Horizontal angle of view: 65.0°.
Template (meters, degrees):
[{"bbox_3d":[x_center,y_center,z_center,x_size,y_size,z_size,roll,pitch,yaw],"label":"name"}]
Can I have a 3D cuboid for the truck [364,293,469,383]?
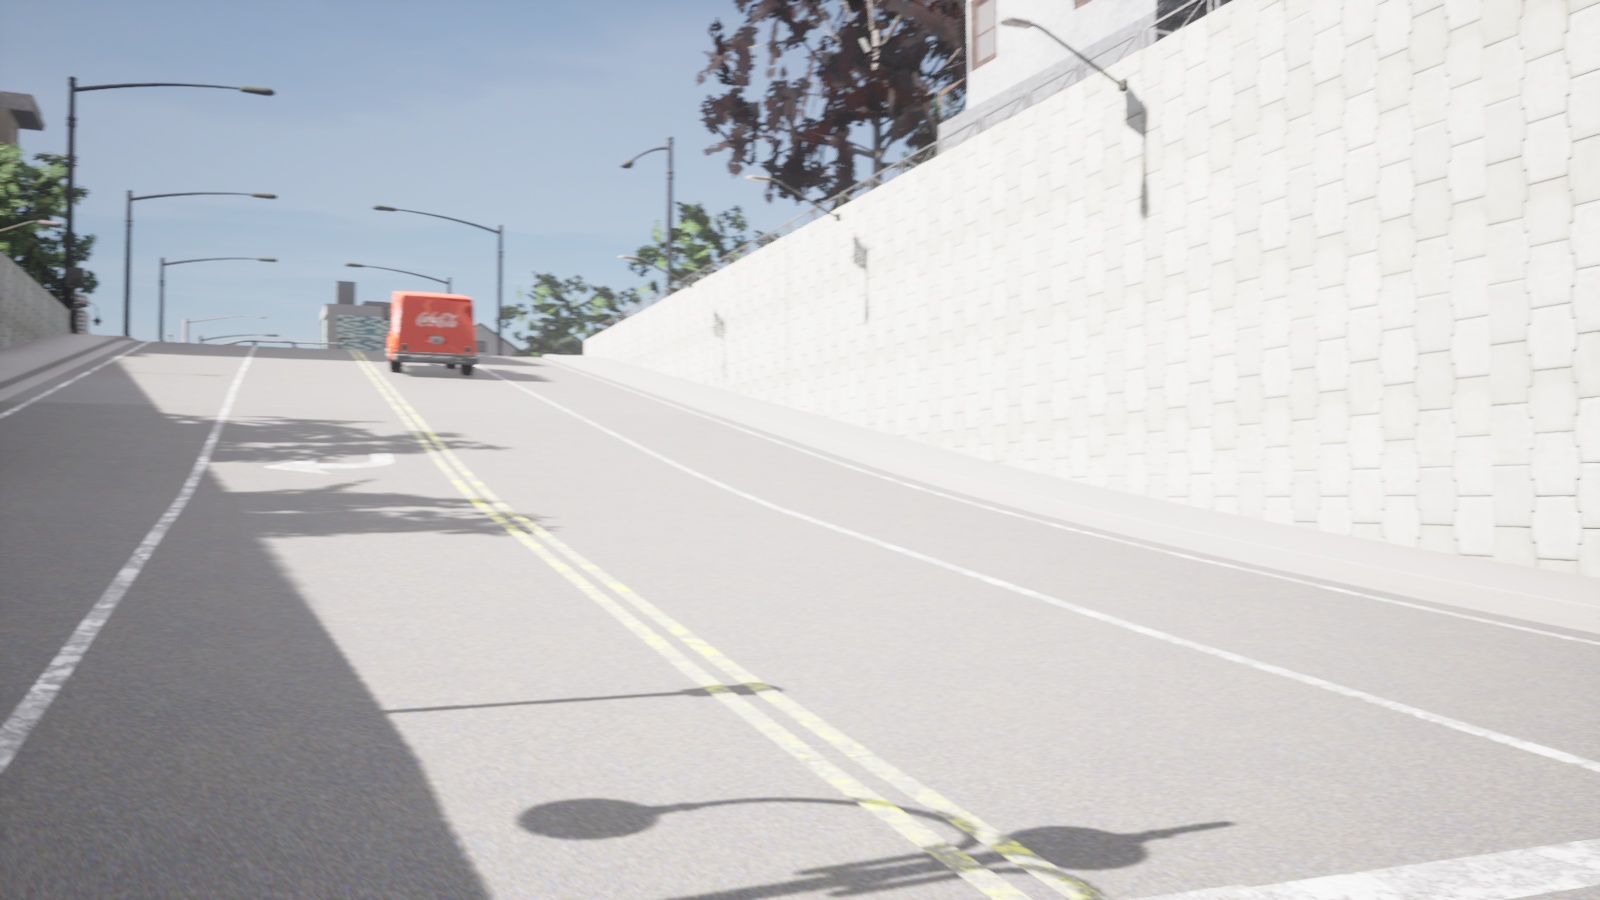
[{"bbox_3d":[-12.295,-3.638,40.005,2.627,2.467,5.204,1,7,-23],"label":"truck"}]
